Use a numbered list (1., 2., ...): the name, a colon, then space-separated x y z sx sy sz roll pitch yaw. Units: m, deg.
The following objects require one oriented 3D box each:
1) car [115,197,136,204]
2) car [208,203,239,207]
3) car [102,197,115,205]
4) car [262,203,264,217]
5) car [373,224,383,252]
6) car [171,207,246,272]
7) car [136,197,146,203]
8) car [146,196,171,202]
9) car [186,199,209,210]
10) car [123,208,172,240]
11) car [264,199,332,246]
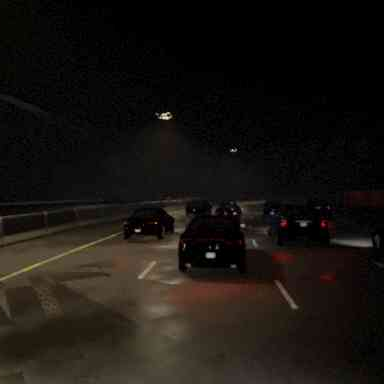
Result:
1. car: -10.369 1.494 56.668 2.033 1.411 5.357 0 0 20
2. car: 2.834 1.534 25.606 2.033 1.411 5.357 0 0 11
3. car: -13.653 1.543 57.844 1.895 1.301 4.718 0 0 20
4. car: 7.706 1.467 31.389 1.882 1.535 5.008 0 0 13
5. car: 7.786 1.509 11.041 1.837 1.490 4.892 0 0 6
6. car: 0.729 1.472 10.874 1.882 1.535 5.008 0 -1 6
7. car: -6.889 1.445 55.907 2.128 1.511 4.902 0 0 21
8. car: -4.677 1.506 51.879 2.033 1.411 5.357 0 0 19
9. car: 0.755 1.457 32.386 1.882 1.535 5.008 0 0 13
10. car: -2.074 1.511 16.902 1.812 1.442 4.674 0 0 8
11. car: 4.816 1.349 15.619 2.097 1.767 4.553 0 0 7
